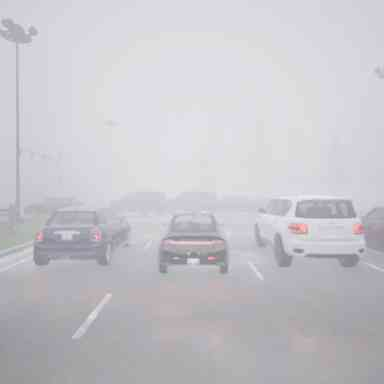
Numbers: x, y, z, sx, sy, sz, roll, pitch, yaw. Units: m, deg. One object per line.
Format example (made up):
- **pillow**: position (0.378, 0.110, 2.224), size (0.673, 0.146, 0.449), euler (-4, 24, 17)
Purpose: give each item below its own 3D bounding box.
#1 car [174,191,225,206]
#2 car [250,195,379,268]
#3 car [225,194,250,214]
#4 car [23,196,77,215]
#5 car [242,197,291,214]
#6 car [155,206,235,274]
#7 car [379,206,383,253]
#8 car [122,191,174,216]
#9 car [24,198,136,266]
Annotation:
- **car**: position (-0.106, 0.934, 29.915), size (2.150, 2.045, 5.566), euler (1, 0, -44)
- **car**: position (3.557, 1.110, 11.098), size (2.150, 2.045, 5.566), euler (0, 0, 0)
- **car**: position (3.607, 1.058, 30.780), size (2.097, 1.767, 4.553), euler (-1, 1, -34)
- **car**: position (-11.126, 1.096, 26.842), size (4.553, 1.767, 2.097), euler (0, 1, 6)
- **car**: position (7.110, 1.219, 32.069), size (1.812, 1.442, 4.674), euler (0, 0, -33)
- **car**: position (0.054, 1.392, 10.239), size (2.128, 1.511, 4.902), euler (0, 1, 1)
- **car**: position (7.061, 1.241, 11.542), size (2.097, 1.767, 4.553), euler (0, 1, 0)
- **car**: position (-4.673, 0.943, 29.016), size (5.566, 2.045, 2.150), euler (0, -1, 34)
- **car**: position (-3.439, 1.243, 11.318), size (2.097, 1.767, 4.553), euler (0, 1, 0)
